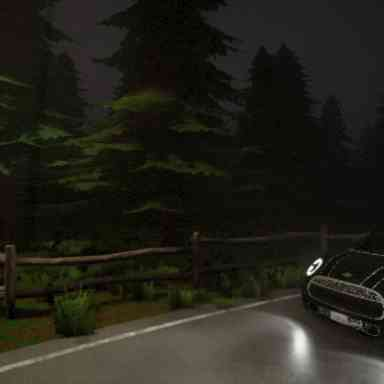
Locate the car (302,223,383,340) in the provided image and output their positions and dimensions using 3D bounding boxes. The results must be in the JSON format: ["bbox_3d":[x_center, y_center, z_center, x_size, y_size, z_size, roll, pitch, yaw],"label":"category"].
[{"bbox_3d":[4.253,1.345,6.229,4.553,1.767,2.097,0,0,-28],"label":"car"}]
